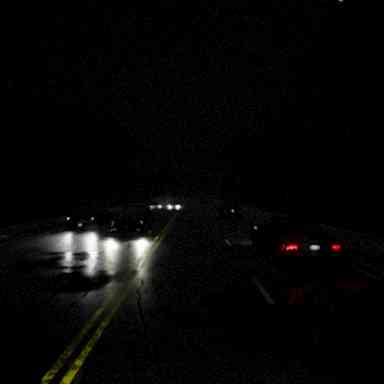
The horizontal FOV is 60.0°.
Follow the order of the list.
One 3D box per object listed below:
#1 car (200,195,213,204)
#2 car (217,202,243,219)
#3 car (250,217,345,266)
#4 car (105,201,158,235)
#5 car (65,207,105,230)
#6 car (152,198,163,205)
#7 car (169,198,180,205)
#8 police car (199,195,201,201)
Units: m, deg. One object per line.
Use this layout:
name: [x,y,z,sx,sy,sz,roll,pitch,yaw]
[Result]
car: [3.261,1.649,68.267,2.033,1.649,4.856,0,0,0]
car: [3.354,1.624,29.929,2.033,1.411,5.357,0,0,0]
car: [3.353,1.573,11.587,2.033,1.411,5.357,0,0,0]
car: [-3.347,1.523,19.350,1.882,1.535,5.008,0,0,0]
car: [-6.596,1.653,21.830,1.895,1.301,4.718,0,0,0]
car: [-6.521,1.757,62.639,1.994,1.385,4.181,0,0,1]
car: [-3.262,1.790,61.568,1.895,1.301,4.718,0,0,1]
police car: [3.263,1.696,79.377,1.930,1.638,5.238,0,0,0]
